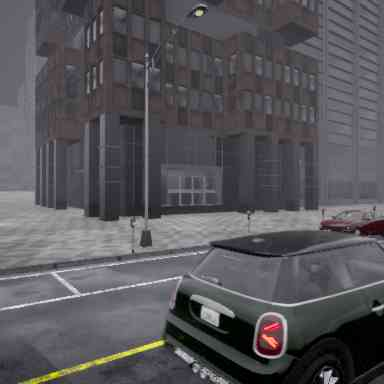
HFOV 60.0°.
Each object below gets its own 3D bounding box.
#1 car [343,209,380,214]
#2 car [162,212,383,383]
[{"bbox_3d":[8.034,1.546,16.252,4.507,1.381,1.887,0,0,-35],"label":"car"},{"bbox_3d":[1.919,1.352,4.803,4.553,1.767,2.097,0,0,-36],"label":"car"}]
